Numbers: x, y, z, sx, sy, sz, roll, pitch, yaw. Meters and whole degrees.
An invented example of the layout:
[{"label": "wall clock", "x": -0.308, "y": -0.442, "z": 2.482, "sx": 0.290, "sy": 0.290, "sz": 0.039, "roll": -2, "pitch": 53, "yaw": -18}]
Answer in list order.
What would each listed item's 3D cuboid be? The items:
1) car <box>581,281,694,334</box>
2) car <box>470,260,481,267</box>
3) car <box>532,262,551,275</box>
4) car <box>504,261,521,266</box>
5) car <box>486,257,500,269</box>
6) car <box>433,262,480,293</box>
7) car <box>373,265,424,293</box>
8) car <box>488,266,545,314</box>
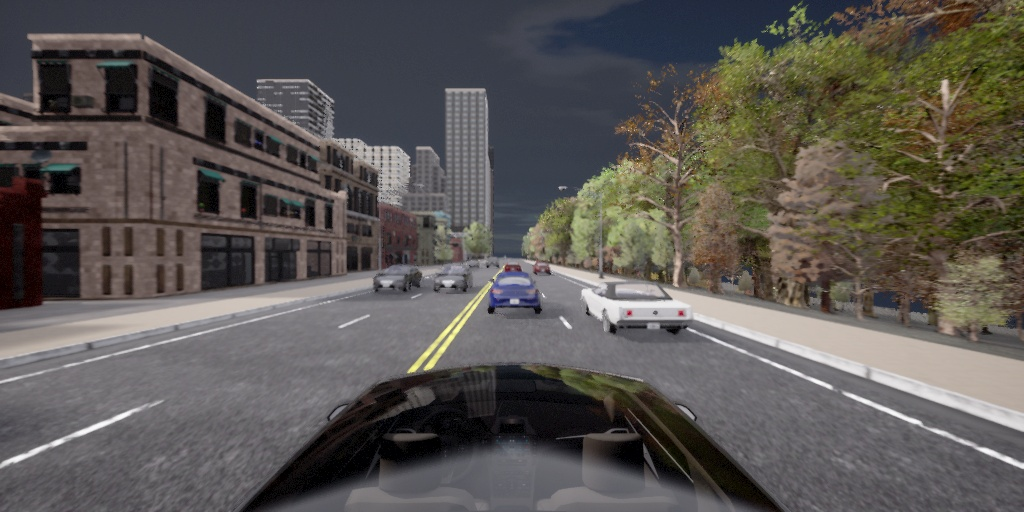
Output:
[{"label": "car", "x": 3.348, "y": 1.377, "z": 10.676, "sx": 1.895, "sy": 1.301, "sz": 4.718, "roll": 0, "pitch": 0, "yaw": 0}, {"label": "car", "x": -6.541, "y": 1.413, "z": 62.234, "sx": 1.837, "sy": 1.490, "sz": 4.892, "roll": 0, "pitch": 0, "yaw": 1}, {"label": "car", "x": 3.345, "y": 1.385, "z": 41.132, "sx": 1.812, "sy": 1.442, "sz": 4.674, "roll": 0, "pitch": 0, "yaw": 0}, {"label": "car", "x": 0.093, "y": 1.343, "z": 43.512, "sx": 1.882, "sy": 1.535, "sz": 5.008, "roll": 0, "pitch": 0, "yaw": 0}, {"label": "car", "x": -3.287, "y": 1.138, "z": 62.169, "sx": 2.150, "sy": 2.045, "sz": 5.566, "roll": 0, "pitch": 0, "yaw": 1}, {"label": "car", "x": -3.350, "y": 1.296, "z": 21.269, "sx": 2.128, "sy": 1.511, "sz": 4.902, "roll": 0, "pitch": 0, "yaw": 0}, {"label": "car", "x": -6.600, "y": 1.295, "z": 21.270, "sx": 2.128, "sy": 1.511, "sz": 4.902, "roll": 0, "pitch": 0, "yaw": 0}, {"label": "car", "x": 0.089, "y": 1.310, "z": 13.934, "sx": 1.812, "sy": 1.442, "sz": 4.674, "roll": 0, "pitch": 0, "yaw": 0}]
